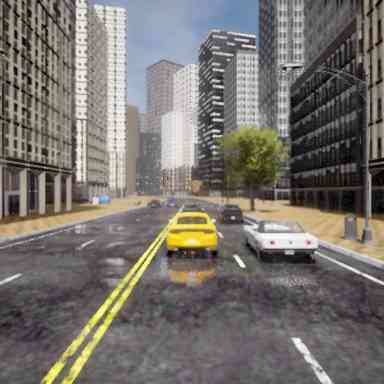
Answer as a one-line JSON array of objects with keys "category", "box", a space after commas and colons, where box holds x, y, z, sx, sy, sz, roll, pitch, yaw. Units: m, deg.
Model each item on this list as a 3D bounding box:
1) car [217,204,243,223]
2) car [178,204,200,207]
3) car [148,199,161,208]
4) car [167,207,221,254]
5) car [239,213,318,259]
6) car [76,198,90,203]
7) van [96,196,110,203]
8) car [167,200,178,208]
[{"category": "car", "box": [3.249, 1.786, 28.490, 1.837, 1.490, 4.892, 0, 0, 0]}, {"category": "car", "box": [-0.002, 1.785, 28.485, 1.837, 1.490, 4.892, 0, 0, 0]}, {"category": "car", "box": [-6.596, 2.050, 59.195, 1.837, 1.490, 4.892, 0, 0, 0]}, {"category": "car", "box": [0.017, 1.620, 14.255, 1.882, 1.535, 5.008, 0, 0, 0]}, {"category": "car", "box": [3.256, 1.734, 13.241, 1.895, 1.301, 4.718, 0, -1, 0]}, {"category": "car", "box": [-28.247, 2.130, 84.372, 4.507, 1.381, 1.887, 0, 0, 1]}, {"category": "van", "box": [-22.708, 1.951, 84.330, 3.998, 1.788, 1.690, 0, 0, 1]}, {"category": "car", "box": [-3.353, 2.066, 58.569, 1.812, 1.442, 4.674, 0, -1, 0]}]
